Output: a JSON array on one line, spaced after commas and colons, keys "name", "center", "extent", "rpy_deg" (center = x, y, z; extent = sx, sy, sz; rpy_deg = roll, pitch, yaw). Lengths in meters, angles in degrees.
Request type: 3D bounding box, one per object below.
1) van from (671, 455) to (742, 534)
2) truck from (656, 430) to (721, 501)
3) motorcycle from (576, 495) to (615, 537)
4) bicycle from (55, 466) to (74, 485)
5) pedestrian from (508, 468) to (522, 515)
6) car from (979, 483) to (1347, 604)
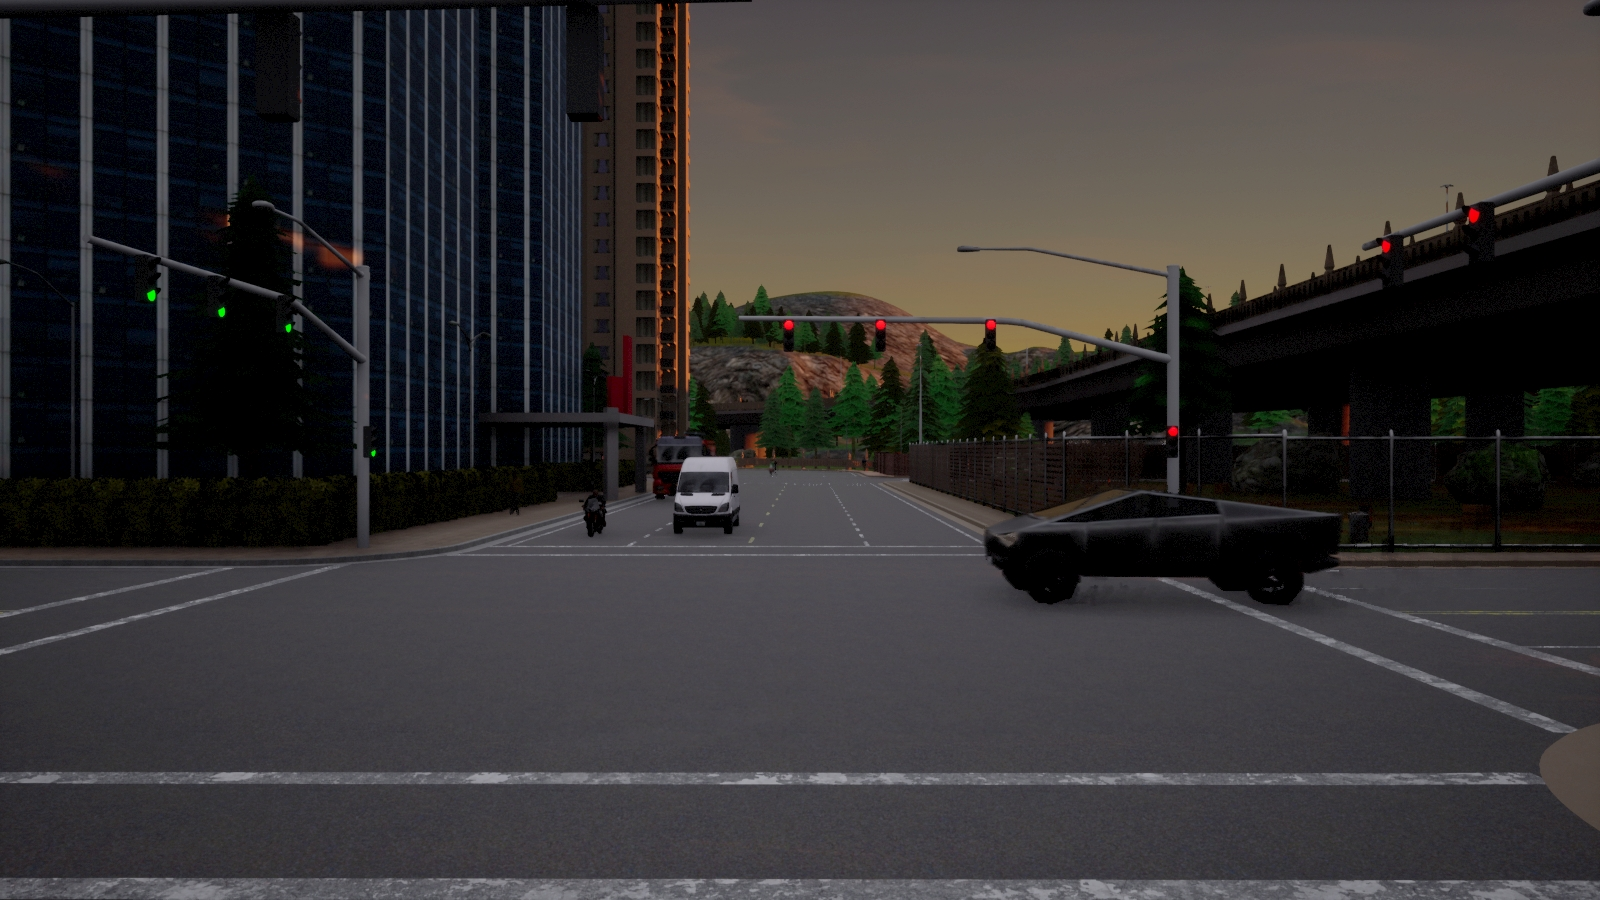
[{"name": "van", "center": [-3.226, 1.479, 40.346], "extent": [1.988, 2.561, 5.915], "rpy_deg": [0, 0, 0]}, {"name": "truck", "center": [-6.300, 0.835, 65.801], "extent": [2.891, 3.827, 8.468], "rpy_deg": [0, 0, 0]}, {"name": "motorcycle", "center": [-6.735, 2.150, 37.693], "extent": [0.867, 1.251, 2.209], "rpy_deg": [0, 0, 0]}, {"name": "bicycle", "center": [-59.080, 2.060, 91.791], "extent": [0.329, 1.471, 1.835], "rpy_deg": [0, 0, 0]}, {"name": "pedestrian", "center": [-11.258, 1.642, 45.141], "extent": [0.375, 1.860, 0.375], "rpy_deg": [0, 0, 15]}, {"name": "car", "center": [6.736, 1.730, 21.839], "extent": [6.274, 2.098, 2.390], "rpy_deg": [0, 0, 0]}]
